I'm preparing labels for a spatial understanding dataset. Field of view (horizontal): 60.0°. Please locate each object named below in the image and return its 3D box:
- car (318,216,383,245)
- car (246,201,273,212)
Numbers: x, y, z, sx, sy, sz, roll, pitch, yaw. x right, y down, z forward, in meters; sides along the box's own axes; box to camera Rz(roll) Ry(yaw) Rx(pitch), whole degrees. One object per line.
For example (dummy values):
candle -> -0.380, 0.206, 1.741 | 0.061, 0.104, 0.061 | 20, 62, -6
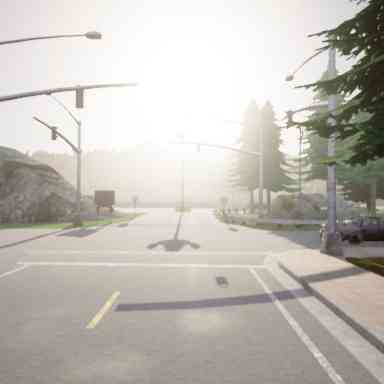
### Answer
car -> 9.482, 1.988, 17.398 | 5.357, 1.411, 2.033 | 0, -1, 1
car -> 10.705, 2.174, 51.206 | 4.553, 1.767, 2.097 | 0, -1, 1
